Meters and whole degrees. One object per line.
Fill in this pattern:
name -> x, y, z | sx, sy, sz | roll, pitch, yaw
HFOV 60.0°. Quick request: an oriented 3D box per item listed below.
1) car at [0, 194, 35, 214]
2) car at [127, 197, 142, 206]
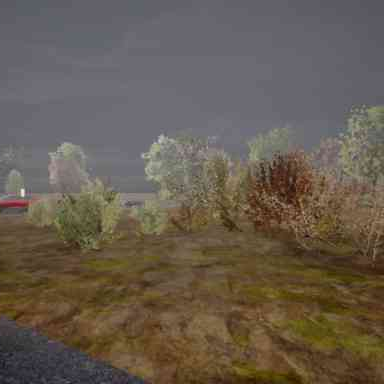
car -> -19.777, 1.234, 36.452 | 2.150, 2.045, 5.566 | 0, 0, 36
car -> -9.631, 1.517, 49.784 | 2.128, 1.511, 4.902 | 0, 0, 39
